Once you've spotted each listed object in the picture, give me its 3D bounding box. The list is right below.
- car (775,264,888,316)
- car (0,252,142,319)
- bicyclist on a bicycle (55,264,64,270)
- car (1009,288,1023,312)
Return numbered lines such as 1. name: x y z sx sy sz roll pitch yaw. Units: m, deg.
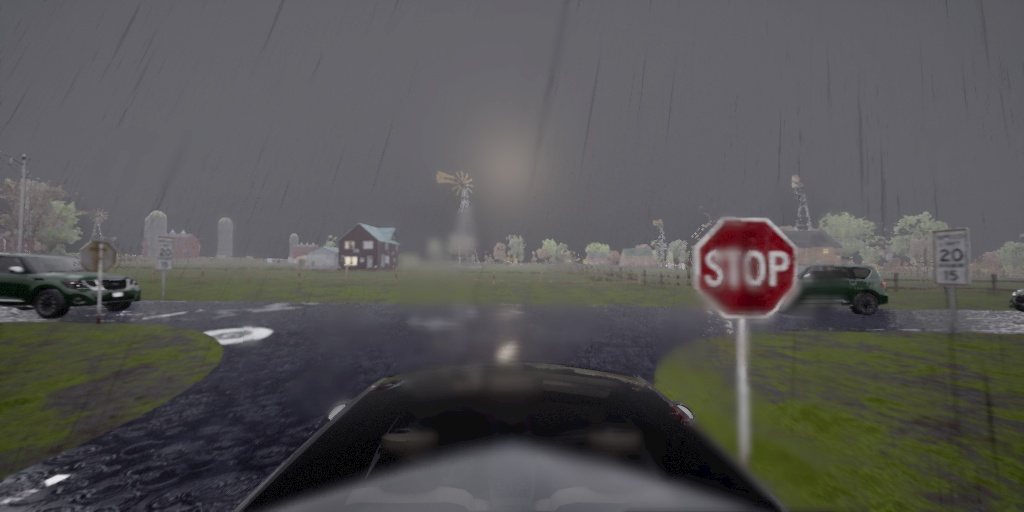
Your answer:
1. car: 12.364 1.339 15.096 5.566 2.045 2.150 1 -2 -1
2. car: -15.966 0.909 12.062 5.566 2.045 2.150 1 -2 1
3. bicyclist on a bicycle: -22.662 1.215 18.014 0.582 1.620 1.656 1 0 0
4. car: 24.305 1.613 15.135 4.553 1.767 2.097 1 -2 0
